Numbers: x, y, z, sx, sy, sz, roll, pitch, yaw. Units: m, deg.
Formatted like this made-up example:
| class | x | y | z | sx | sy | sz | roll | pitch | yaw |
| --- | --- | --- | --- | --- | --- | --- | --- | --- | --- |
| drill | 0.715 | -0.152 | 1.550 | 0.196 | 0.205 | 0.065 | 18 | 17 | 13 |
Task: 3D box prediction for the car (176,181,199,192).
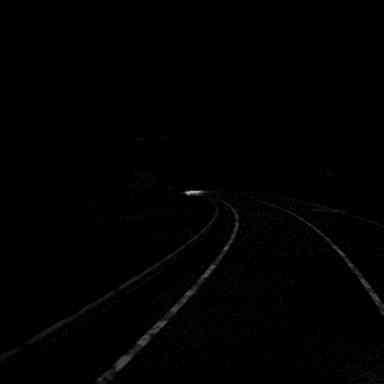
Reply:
| class | x | y | z | sx | sy | sz | roll | pitch | yaw |
| --- | --- | --- | --- | --- | --- | --- | --- | --- | --- |
| car | -0.811 | -0.872 | 48.388 | 2.033 | 1.411 | 5.357 | -3 | 3 | -21 |
